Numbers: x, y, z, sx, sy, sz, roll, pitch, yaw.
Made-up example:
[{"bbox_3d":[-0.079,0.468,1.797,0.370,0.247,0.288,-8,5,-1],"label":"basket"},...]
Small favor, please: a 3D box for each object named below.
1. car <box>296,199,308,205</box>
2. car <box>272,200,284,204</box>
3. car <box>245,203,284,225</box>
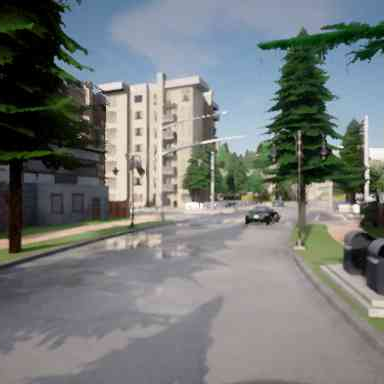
[{"bbox_3d":[23.898,1.956,72.264,2.097,1.767,4.553,0,-1,23],"label":"car"},{"bbox_3d":[16.489,2.223,63.649,2.033,1.411,5.357,0,-1,23],"label":"car"},{"bbox_3d":[5.746,1.836,26.786,1.994,1.385,4.181,0,-1,27],"label":"car"}]
